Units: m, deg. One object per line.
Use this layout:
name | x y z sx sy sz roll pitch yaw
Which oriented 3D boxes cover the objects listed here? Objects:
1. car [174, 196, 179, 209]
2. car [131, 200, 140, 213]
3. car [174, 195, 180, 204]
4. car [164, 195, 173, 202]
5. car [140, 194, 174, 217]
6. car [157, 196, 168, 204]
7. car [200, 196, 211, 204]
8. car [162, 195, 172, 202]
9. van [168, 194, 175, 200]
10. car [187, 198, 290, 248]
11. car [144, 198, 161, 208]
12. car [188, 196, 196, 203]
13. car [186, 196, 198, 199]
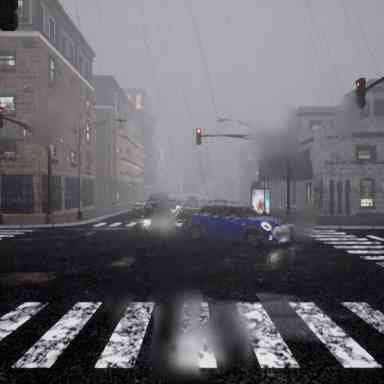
car | -3.138 1.579 44.132 1.994 1.385 4.181 0 0 0
car | -5.730 1.561 37.433 2.008 1.369 4.403 0 0 0
car | -3.117 1.521 57.292 2.128 1.511 4.902 0 0 0
car | -5.773 1.592 82.836 1.752 1.417 4.829 -1 0 0
car | -3.124 1.228 31.258 2.150 2.045 5.566 0 0 0
car | -5.757 1.565 65.746 1.752 1.417 4.829 0 0 0
car | 2.624 1.591 65.937 2.008 1.369 4.403 -1 0 0
car | -5.769 1.497 77.309 1.967 1.590 4.097 0 0 0
van | -5.786 1.430 94.399 1.690 1.788 3.998 -1 0 0
car | 2.058 1.352 15.079 4.553 1.767 2.097 0 0 41
car | -5.741 1.571 48.827 2.008 1.369 4.403 0 0 0
car | 0.015 1.572 70.718 1.812 1.442 4.674 0 0 0
car | 0.046 1.538 60.300 1.837 1.490 4.892 0 0 0
